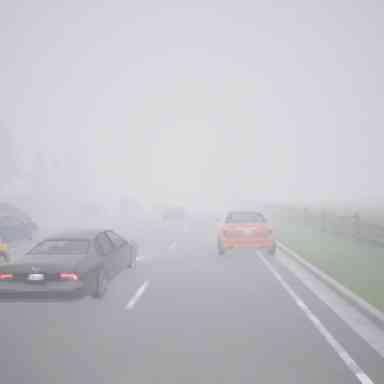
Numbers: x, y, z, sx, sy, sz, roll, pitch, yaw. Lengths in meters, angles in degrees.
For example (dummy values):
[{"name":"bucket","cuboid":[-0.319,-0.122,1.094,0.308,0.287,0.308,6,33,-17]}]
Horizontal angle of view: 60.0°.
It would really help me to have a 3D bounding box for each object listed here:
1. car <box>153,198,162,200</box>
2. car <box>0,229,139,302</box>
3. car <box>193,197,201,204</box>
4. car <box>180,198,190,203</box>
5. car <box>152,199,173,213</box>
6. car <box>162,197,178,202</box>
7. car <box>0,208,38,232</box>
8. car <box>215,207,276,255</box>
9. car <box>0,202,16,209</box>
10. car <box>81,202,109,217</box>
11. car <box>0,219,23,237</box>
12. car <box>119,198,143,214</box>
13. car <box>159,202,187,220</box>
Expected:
[{"name":"car","cuboid":[-9.249,2.583,86.776,2.128,1.511,4.902,-1,-1,3]},{"name":"car","cuboid":[-2.831,1.691,8.844,2.033,1.411,5.357,-1,-1,3]},{"name":"car","cuboid":[1.211,2.340,85.798,1.882,1.535,5.008,-1,-1,3]},{"name":"car","cuboid":[-2.217,2.463,87.200,1.812,1.442,4.674,-1,-1,3]},{"name":"car","cuboid":[-4.285,2.128,46.949,1.994,1.385,4.181,-1,-1,3]},{"name":"car","cuboid":[-5.759,2.205,86.622,2.150,2.045,5.566,-1,-1,3]},{"name":"car","cuboid":[-9.444,1.814,16.238,1.882,1.535,5.008,-1,-1,3]},{"name":"car","cuboid":[2.065,1.461,13.889,2.097,1.767,4.553,-1,-1,3]},{"name":"car","cuboid":[-12.671,1.666,21.507,2.150,2.045,5.566,-1,-1,3]},{"name":"car","cuboid":[-11.661,1.977,40.152,2.097,1.767,4.553,-1,0,3]},{"name":"car","cuboid":[-6.393,1.673,7.830,1.882,1.535,5.008,-1,-1,3]},{"name":"car","cuboid":[-7.976,1.818,43.634,2.150,2.045,5.566,-1,0,3]},{"name":"car","cuboid":[-1.604,1.959,31.667,1.895,1.301,4.718,-1,-1,3]}]
